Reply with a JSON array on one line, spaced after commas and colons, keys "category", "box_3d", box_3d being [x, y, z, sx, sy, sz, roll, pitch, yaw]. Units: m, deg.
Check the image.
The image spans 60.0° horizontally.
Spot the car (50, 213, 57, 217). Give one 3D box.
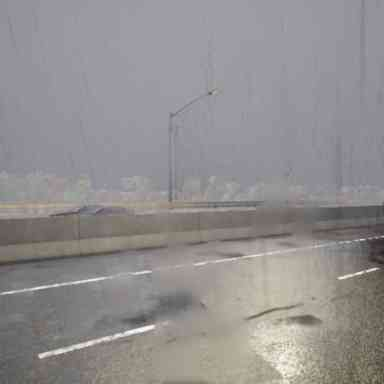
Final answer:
[{"category": "car", "box_3d": [-7.485, 1.621, 24.308, 5.357, 1.411, 2.033, 0, 0, -35]}]

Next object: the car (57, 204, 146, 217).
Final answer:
[{"category": "car", "box_3d": [-5.465, 1.611, 21.450, 5.357, 1.411, 2.033, 0, 0, -35]}]
